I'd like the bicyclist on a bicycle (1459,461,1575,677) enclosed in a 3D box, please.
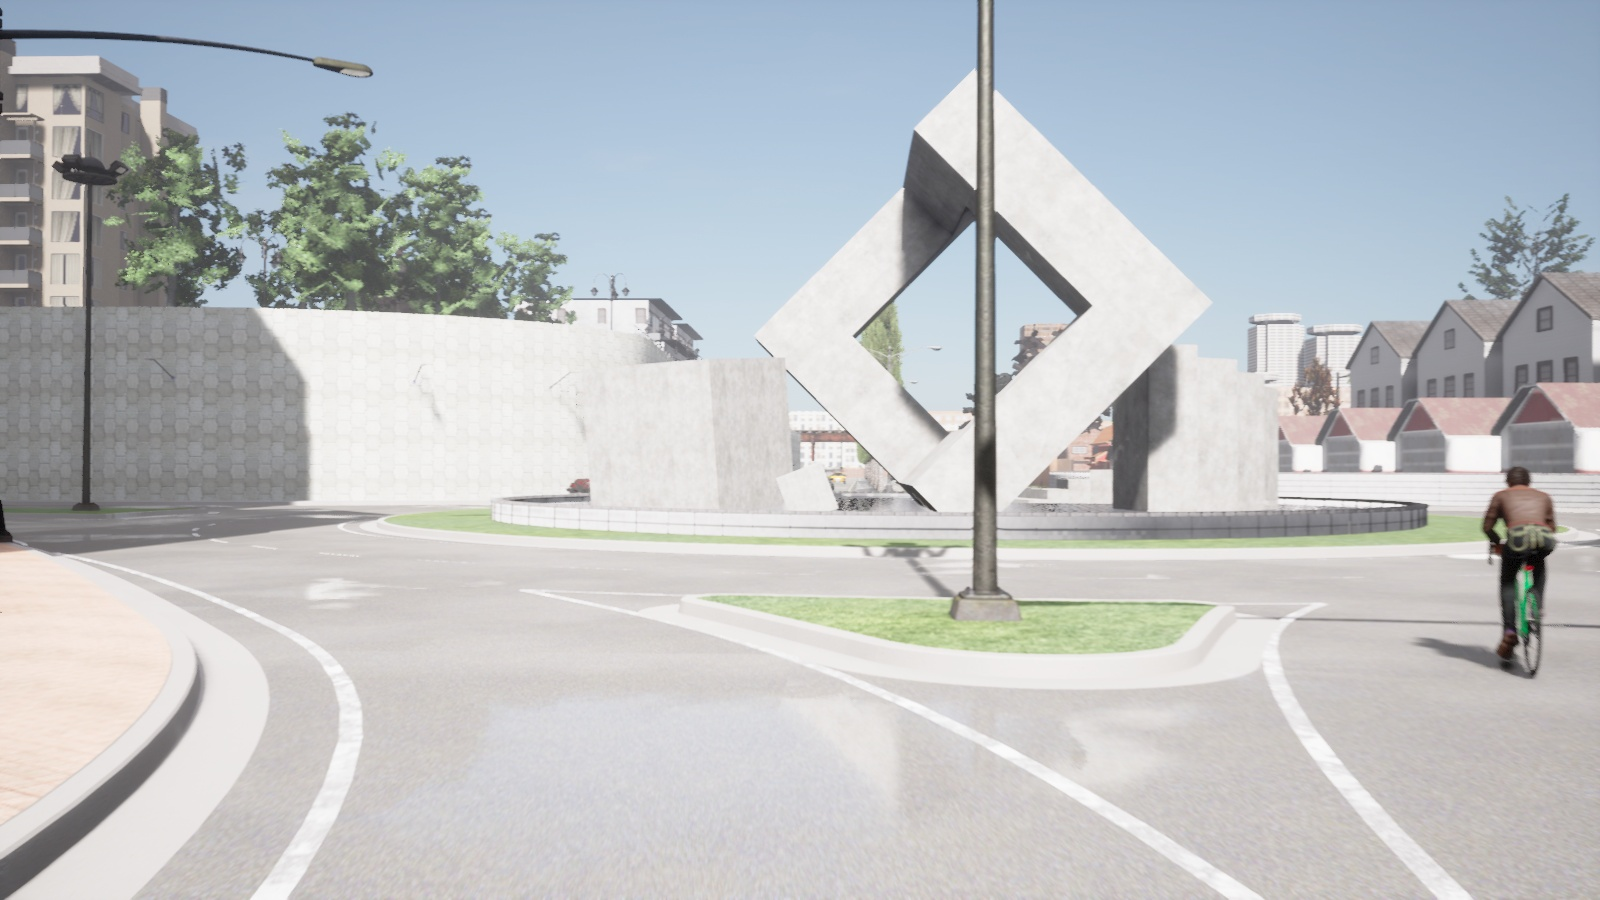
[{"bbox_3d":[5.852,0.914,10.321,0.582,1.620,1.656,0,-1,21],"label":"bicyclist on a bicycle"}]

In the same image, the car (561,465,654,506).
[{"bbox_3d":[-9.021,1.637,58.928,3.866,1.878,1.905,1,-1,-41],"label":"car"}]
